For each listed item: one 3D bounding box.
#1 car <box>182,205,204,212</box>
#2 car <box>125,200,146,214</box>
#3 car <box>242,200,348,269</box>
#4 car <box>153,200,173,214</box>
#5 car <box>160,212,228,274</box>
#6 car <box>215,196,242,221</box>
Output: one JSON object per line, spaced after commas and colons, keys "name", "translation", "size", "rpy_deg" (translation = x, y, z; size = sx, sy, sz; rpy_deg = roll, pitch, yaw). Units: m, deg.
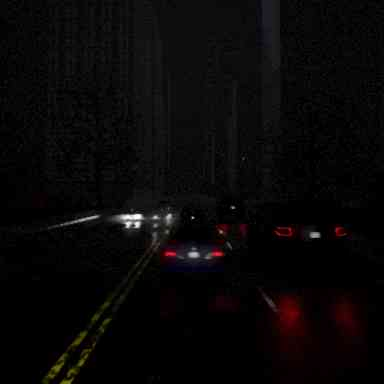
{"name": "car", "translation": [0.073, 1.779, 28.902], "size": [1.895, 1.301, 4.718], "rpy_deg": [0, 0, 0]}
{"name": "car", "translation": [-6.596, 1.726, 39.123], "size": [2.128, 1.511, 4.902], "rpy_deg": [0, 0, 0]}
{"name": "car", "translation": [3.317, 1.292, 11.606], "size": [2.150, 2.045, 5.566], "rpy_deg": [0, -1, 0]}
{"name": "car", "translation": [-3.346, 1.739, 39.011], "size": [1.837, 1.490, 4.892], "rpy_deg": [0, 0, 0]}
{"name": "car", "translation": [0.061, 1.618, 10.728], "size": [2.033, 1.411, 5.357], "rpy_deg": [0, 0, 0]}
{"name": "car", "translation": [3.326, 1.402, 29.643], "size": [2.150, 2.045, 5.566], "rpy_deg": [0, -1, 0]}
